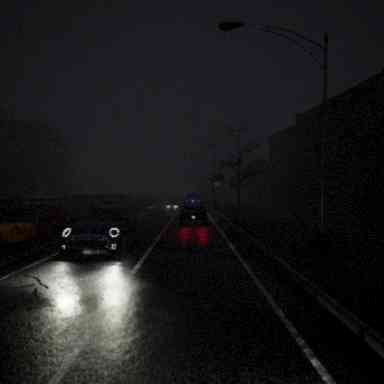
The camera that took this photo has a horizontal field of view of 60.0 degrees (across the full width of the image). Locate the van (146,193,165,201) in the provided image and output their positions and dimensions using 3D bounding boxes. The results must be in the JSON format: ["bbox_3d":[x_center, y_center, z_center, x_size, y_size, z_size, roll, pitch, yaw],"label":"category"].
[{"bbox_3d":[-9.107,1.142,83.240,4.442,1.987,1.878,0,0,0],"label":"van"}]

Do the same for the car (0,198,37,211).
[{"bbox_3d":[-22.010,1.458,40.792,4.892,1.521,2.231,0,0,0],"label":"car"}]

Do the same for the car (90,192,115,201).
[{"bbox_3d":[-22.040,1.124,82.433,5.566,2.045,2.435,0,0,0],"label":"car"}]

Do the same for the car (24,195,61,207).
[{"bbox_3d":[-22.048,1.334,49.119,4.553,1.767,2.185,0,0,0],"label":"car"}]

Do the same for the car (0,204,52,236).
[{"bbox_3d":[-8.915,1.478,15.954,4.792,1.488,2.163,0,0,0],"label":"car"}]

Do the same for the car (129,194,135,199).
[{"bbox_3d":[-8.885,1.329,35.577,4.553,1.767,2.185,0,0,0],"label":"car"}]

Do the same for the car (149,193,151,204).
[{"bbox_3d":[-8.969,1.333,49.593,4.553,1.767,2.185,0,0,0],"label":"car"}]

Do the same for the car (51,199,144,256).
[{"bbox_3d":[-3.353,1.330,12.863,2.097,1.767,4.553,0,0,0],"label":"car"}]

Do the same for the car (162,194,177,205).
[{"bbox_3d":[-3.312,1.517,56.298,2.033,1.411,5.357,0,0,1],"label":"car"}]

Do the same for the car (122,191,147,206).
[{"bbox_3d":[-8.897,1.205,41.183,5.566,2.045,2.435,0,0,0],"label":"car"}]

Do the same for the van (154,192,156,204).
[{"bbox_3d":[-9.068,1.235,58.003,4.442,1.987,1.878,0,0,0],"label":"van"}]

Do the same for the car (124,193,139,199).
[{"bbox_3d":[-8.890,1.330,38.380,4.553,1.767,2.185,0,0,0],"label":"car"}]

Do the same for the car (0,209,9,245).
[{"bbox_3d":[-8.872,1.448,10.351,5.008,1.535,2.097,0,0,0],"label":"car"}]

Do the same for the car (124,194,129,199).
[{"bbox_3d":[-8.943,1.328,32.773,4.553,1.767,2.185,0,0,0],"label":"car"}]

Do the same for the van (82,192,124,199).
[{"bbox_3d":[-8.791,1.227,29.970,4.442,1.987,1.878,0,0,0],"label":"van"}]

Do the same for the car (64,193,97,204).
[{"bbox_3d":[-22.015,1.208,65.775,5.566,2.045,2.435,0,0,0],"label":"car"}]

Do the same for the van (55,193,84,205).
[{"bbox_3d":[-22.151,1.237,60.222,4.442,1.987,1.878,0,0,0],"label":"van"}]

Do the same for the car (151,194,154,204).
[{"bbox_3d":[-8.936,1.461,52.396,4.892,1.521,2.231,0,0,0],"label":"car"}]

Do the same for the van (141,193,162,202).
[{"bbox_3d":[-9.094,1.200,74.828,4.442,1.987,1.878,0,0,0],"label":"van"}]

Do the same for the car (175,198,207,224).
[{"bbox_3d":[0.094,1.469,24.508,2.128,1.511,4.902,0,0,0],"label":"car"}]

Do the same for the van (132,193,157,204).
[{"bbox_3d":[-9.077,1.237,63.608,4.442,1.987,1.878,0,0,0],"label":"van"}]

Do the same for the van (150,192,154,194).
[{"bbox_3d":[-9.064,1.235,55.200,4.442,1.987,1.878,0,0,0],"label":"van"}]

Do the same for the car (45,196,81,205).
[{"bbox_3d":[-22.216,1.459,57.447,5.366,1.575,1.946,0,0,0],"label":"car"}]

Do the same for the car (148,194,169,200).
[{"bbox_3d":[-8.814,1.323,88.848,5.366,1.575,1.946,0,0,0],"label":"car"}]

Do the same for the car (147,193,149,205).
[{"bbox_3d":[-8.901,1.206,43.987,5.566,2.045,2.435,0,0,0],"label":"car"}]

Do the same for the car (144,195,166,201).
[{"bbox_3d":[-8.981,1.389,80.439,5.008,1.535,2.097,0,0,0],"label":"car"}]

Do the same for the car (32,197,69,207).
[{"bbox_3d":[-21.993,1.490,51.896,4.792,1.488,2.163,0,0,0],"label":"car"}]

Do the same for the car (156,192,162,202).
[{"bbox_3d":[-8.928,1.211,60.807,5.566,2.045,2.435,0,0,0],"label":"car"}]

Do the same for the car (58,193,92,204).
[{"bbox_3d":[-22.067,1.212,62.998,5.566,2.045,2.435,0,0,0],"label":"car"}]

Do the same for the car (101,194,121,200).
[{"bbox_3d":[-22.088,1.313,90.762,4.892,1.521,2.231,0,0,0],"label":"car"}]

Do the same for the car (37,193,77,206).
[{"bbox_3d":[-22.055,1.210,54.671,5.566,2.045,2.435,0,0,0],"label":"car"}]

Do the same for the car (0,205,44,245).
[{"bbox_3d":[-9.067,1.444,13.150,5.366,1.575,1.946,0,0,0],"label":"car"}]

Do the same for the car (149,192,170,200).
[{"bbox_3d":[-8.975,1.053,91.650,5.566,2.045,2.435,0,0,0],"label":"car"}]

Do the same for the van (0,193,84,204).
[{"bbox_3d":[-8.774,1.223,18.757,4.442,1.987,1.878,0,0,0],"label":"van"}]

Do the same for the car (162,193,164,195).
[{"bbox_3d":[-9.002,1.471,72.027,4.792,1.488,2.163,0,0,0],"label":"car"}]

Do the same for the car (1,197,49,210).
[{"bbox_3d":[-21.823,1.455,43.569,5.366,1.575,1.946,0,0,0],"label":"car"}]

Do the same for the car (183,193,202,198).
[{"bbox_3d":[0.092,1.199,41.268,2.150,2.045,5.566,0,0,0],"label":"car"}]

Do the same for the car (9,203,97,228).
[{"bbox_3d":[-8.866,1.480,21.561,4.792,1.488,2.163,0,0,0],"label":"car"}]
